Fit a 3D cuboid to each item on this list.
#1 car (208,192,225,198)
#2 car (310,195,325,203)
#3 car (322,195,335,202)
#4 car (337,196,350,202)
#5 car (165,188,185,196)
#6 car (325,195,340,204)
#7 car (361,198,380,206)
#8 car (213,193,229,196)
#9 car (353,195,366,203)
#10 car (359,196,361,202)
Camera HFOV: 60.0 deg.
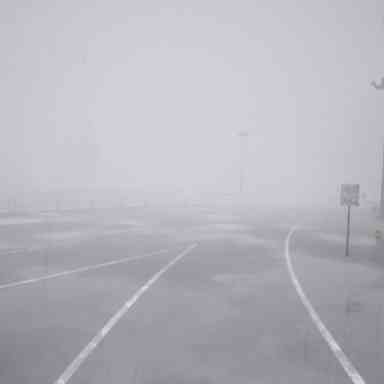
[{"bbox_3d":[5.904,0.805,79.243,1.994,1.385,4.181,2,1,35],"label":"car"},{"bbox_3d":[28.043,1.456,74.211,2.097,1.767,4.553,2,1,35],"label":"car"},{"bbox_3d":[33.823,1.588,82.411,1.837,1.490,4.892,2,1,35],"label":"car"},{"bbox_3d":[36.679,1.762,80.394,1.994,1.385,4.181,2,1,35],"label":"car"},{"bbox_3d":[-3.174,0.245,66.356,2.150,2.045,5.566,3,1,35],"label":"car"},{"bbox_3d":[30.912,1.747,72.220,1.812,1.442,4.674,2,1,35],"label":"car"},{"bbox_3d":[36.607,2.017,68.160,1.994,1.385,4.181,2,1,35],"label":"car"},{"bbox_3d":[5.928,0.913,61.121,1.837,1.490,4.892,2,1,36],"label":"car"},{"bbox_3d":[39.527,1.686,78.351,2.097,1.767,4.553,2,1,35],"label":"car"},{"bbox_3d":[33.770,1.869,70.203,1.812,1.442,4.674,2,1,35],"label":"car"}]
